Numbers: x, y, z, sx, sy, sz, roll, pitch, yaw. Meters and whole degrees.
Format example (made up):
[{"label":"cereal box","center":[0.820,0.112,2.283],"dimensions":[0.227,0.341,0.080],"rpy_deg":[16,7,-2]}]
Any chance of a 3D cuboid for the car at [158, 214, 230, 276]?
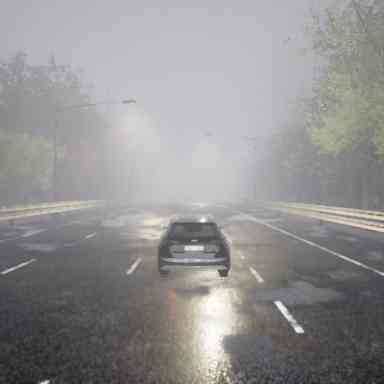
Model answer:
[{"label":"car","center":[0.036,1.470,10.438],"dimensions":[2.033,1.649,4.856],"rpy_deg":[0,0,0]}]
